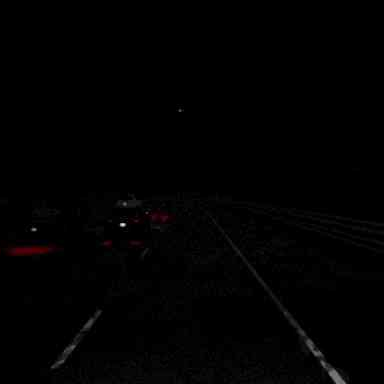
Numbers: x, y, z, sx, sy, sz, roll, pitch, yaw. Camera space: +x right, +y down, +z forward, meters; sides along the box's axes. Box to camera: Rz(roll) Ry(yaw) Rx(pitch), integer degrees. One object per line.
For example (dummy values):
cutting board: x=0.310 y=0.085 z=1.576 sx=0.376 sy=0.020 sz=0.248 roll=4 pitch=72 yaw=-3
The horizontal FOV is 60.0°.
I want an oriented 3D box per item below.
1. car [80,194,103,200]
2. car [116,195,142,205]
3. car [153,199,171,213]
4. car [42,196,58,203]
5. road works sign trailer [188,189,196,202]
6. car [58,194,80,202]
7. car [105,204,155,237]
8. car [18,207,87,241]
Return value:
car: x=-17.532 y=1.400 z=59.495 sx=2.150 sy=2.045 sz=5.566 roll=0 pitch=0 yaw=1
car: x=-6.902 y=1.309 z=36.874 sx=2.150 sy=2.045 sz=5.566 roll=0 pitch=0 yaw=0
car: x=-3.402 y=1.583 z=37.588 sx=2.128 sy=1.511 sz=4.902 roll=0 pitch=0 yaw=0
car: x=-24.524 y=1.527 z=58.639 sx=2.097 sy=1.767 sz=4.553 roll=0 pitch=0 yaw=0
road works sign trailer: x=-0.005 y=0.768 z=90.123 sx=2.380 sy=3.560 sz=2.880 roll=0 pitch=0 yaw=0
car: x=-21.024 y=1.396 z=58.588 sx=2.150 sy=2.045 sz=5.566 roll=0 pitch=0 yaw=0
car: x=-3.400 y=1.589 z=18.335 sx=1.994 sy=1.385 sz=4.181 roll=0 pitch=0 yaw=0
car: x=-6.899 y=1.499 z=17.000 sx=1.882 sy=1.535 sz=5.008 roll=0 pitch=0 yaw=0
